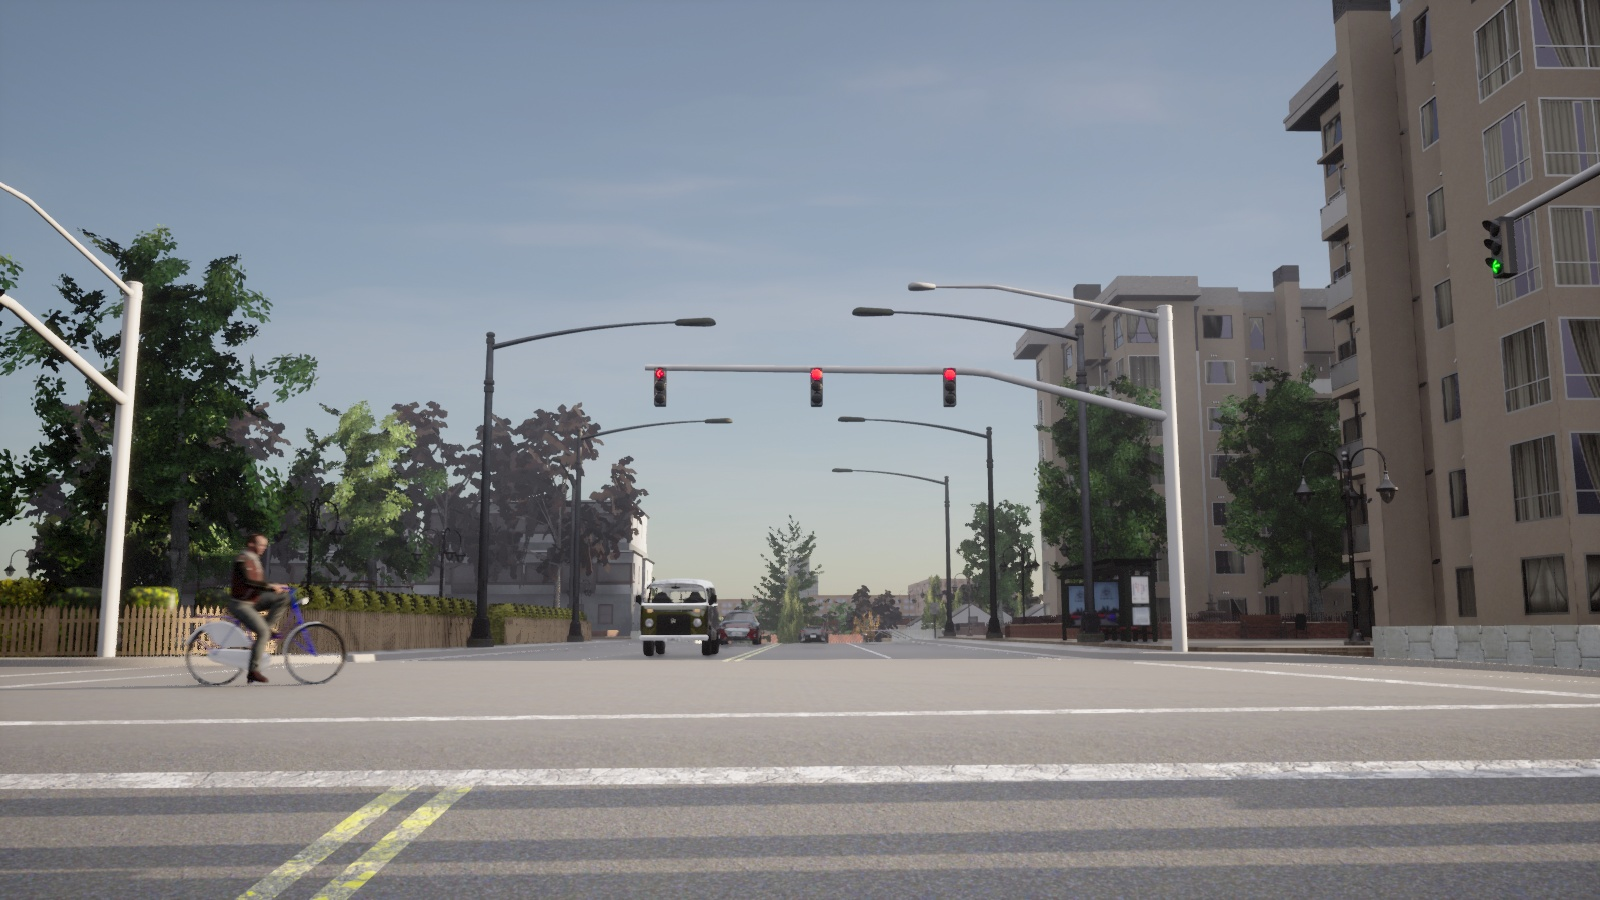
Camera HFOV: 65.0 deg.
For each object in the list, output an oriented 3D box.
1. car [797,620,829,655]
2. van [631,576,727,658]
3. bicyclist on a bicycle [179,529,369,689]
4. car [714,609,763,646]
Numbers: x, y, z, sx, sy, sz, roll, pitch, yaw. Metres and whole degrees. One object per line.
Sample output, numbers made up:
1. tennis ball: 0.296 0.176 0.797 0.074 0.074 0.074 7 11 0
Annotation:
1. car: 0.904 13.111 87.730 2.152 1.651 5.027 0 -17 1
2. van: -3.154 4.435 33.534 2.069 2.038 4.480 0 -7 1
3. bicyclist on a bicycle: -6.039 1.832 14.500 1.843 1.776 0.659 -1 -8 0
4. car: -2.865 8.397 59.465 2.033 1.649 4.856 0 -8 1
